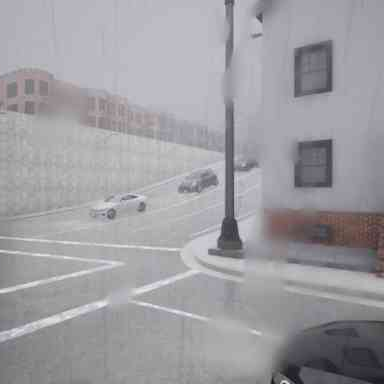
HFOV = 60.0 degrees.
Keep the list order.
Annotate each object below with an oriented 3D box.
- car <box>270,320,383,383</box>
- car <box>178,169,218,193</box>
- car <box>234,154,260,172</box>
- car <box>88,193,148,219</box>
[{"bbox_3d":[2.789,1.526,1.981,4.674,1.442,1.812,0,0,36],"label":"car"},{"bbox_3d":[0.566,-1.128,31.326,2.097,1.767,4.553,0,13,34],"label":"car"},{"bbox_3d":[6.245,-3.505,39.341,2.097,1.767,4.553,0,14,35],"label":"car"},{"bbox_3d":[-5.057,0.861,23.298,1.812,1.442,4.674,0,7,35],"label":"car"}]
